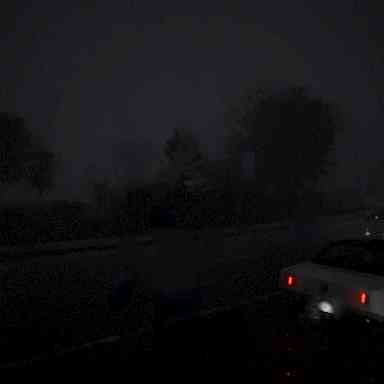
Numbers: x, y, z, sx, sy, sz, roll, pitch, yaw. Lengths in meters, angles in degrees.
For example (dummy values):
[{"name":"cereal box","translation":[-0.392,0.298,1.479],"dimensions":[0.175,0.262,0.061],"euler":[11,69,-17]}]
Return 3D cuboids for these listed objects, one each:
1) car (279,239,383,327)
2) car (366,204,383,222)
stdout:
[{"name":"car","translation":[3.997,1.672,6.975],"dimensions":[4.718,1.301,1.895],"euler":[1,0,-38]},{"name":"car","translation":[16.578,1.809,28.851],"dimensions":[1.812,1.442,4.674],"euler":[0,0,41]}]
